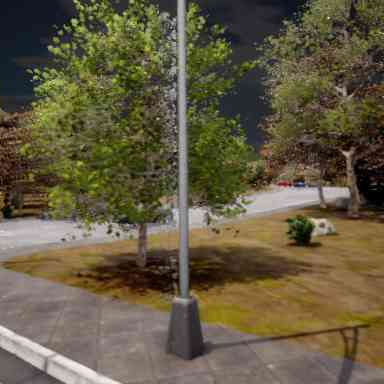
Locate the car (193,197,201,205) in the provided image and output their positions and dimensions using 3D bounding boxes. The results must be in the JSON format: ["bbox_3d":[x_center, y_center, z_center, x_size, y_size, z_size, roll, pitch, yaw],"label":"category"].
[{"bbox_3d":[0.921,1.041,46.080,1.882,1.535,5.008,-1,2,38],"label":"car"}]

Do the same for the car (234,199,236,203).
[{"bbox_3d":[4.234,1.000,44.626,1.812,1.442,4.674,-1,2,39],"label":"car"}]

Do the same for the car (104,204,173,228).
[{"bbox_3d":[-3.356,1.620,23.567,2.128,1.511,4.902,-1,0,38],"label":"car"}]

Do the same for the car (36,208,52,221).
[{"bbox_3d":[-11.752,1.828,30.036,1.994,1.385,4.181,-1,0,38],"label":"car"}]

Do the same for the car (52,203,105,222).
[{"bbox_3d":[-8.746,1.703,28.197,2.128,1.511,4.902,-1,0,38],"label":"car"}]
